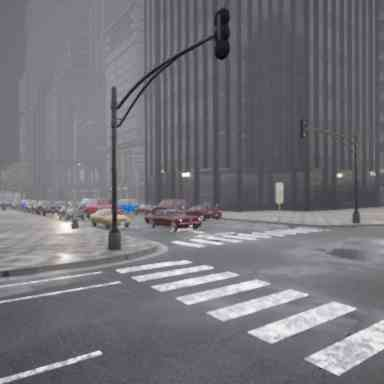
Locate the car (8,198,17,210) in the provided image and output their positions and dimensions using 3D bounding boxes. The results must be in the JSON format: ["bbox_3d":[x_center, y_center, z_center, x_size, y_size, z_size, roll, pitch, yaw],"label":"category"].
[{"bbox_3d":[-31.774,2.345,60.640,1.967,1.590,4.097,-1,0,-35],"label":"car"}]

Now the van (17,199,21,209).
[{"bbox_3d":[-26.011,2.114,52.530,1.690,1.788,3.998,-1,0,-35],"label":"van"}]

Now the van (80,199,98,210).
[{"bbox_3d":[-16.895,2.020,54.485,1.690,1.788,3.998,-1,0,-35],"label":"van"}]

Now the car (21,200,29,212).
[{"bbox_3d":[-23.177,2.148,48.548,1.967,1.590,4.097,-1,0,-35],"label":"car"}]

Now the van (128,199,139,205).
[{"bbox_3d":[-8.067,1.815,42.037,1.690,1.788,3.998,-1,0,-35],"label":"van"}]

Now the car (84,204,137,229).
[{"bbox_3d":[-6.091,1.834,24.518,1.752,1.417,4.829,-1,0,-35],"label":"car"}]

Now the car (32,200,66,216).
[{"bbox_3d":[-17.519,1.892,40.584,2.192,1.841,5.009,-1,0,-35],"label":"car"}]

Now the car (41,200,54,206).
[{"bbox_3d":[-34.576,2.643,79.299,1.947,1.339,4.313,-1,0,-35],"label":"car"}]

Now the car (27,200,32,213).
[{"bbox_3d":[-20.344,2.187,44.566,1.887,1.381,4.507,-1,0,-35],"label":"car"}]

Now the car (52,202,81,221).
[{"bbox_3d":[-11.851,1.995,32.620,2.008,1.369,4.403,-1,0,-35],"label":"car"}]

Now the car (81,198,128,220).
[{"bbox_3d":[-8.683,1.630,32.775,2.150,2.045,5.566,0,-1,-35],"label":"car"}]

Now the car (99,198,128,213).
[{"bbox_3d":[-11.010,1.858,46.186,2.192,1.841,5.009,-1,0,-35],"label":"car"}]

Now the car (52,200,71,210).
[{"bbox_3d":[-22.877,2.256,58.090,1.882,1.535,5.008,0,-1,-35],"label":"car"}]

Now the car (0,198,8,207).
[{"bbox_3d":[-41.120,2.658,73.789,1.887,1.381,4.507,-1,0,-35],"label":"car"}]

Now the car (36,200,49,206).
[{"bbox_3d":[-37.590,2.693,83.539,2.008,1.369,4.403,-1,0,-35],"label":"car"}]

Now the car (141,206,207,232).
[{"bbox_3d":[-1.333,1.835,22.438,1.895,1.301,4.718,0,-1,-35],"label":"car"}]

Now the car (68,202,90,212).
[{"bbox_3d":[-16.885,2.242,49.714,1.895,1.301,4.718,0,-1,-35],"label":"car"}]

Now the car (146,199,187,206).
[{"bbox_3d":[-2.182,1.651,33.738,2.192,1.841,5.009,-1,0,-35],"label":"car"}]

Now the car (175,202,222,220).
[{"bbox_3d":[0.767,1.811,29.588,1.887,1.381,4.507,-1,0,-35],"label":"car"}]

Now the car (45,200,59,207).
[{"bbox_3d":[-31.561,2.578,75.059,1.947,1.339,4.313,-1,0,-35],"label":"car"}]

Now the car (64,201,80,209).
[{"bbox_3d":[-22.519,2.389,62.339,1.802,1.307,4.206,-1,0,-35],"label":"car"}]

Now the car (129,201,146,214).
[{"bbox_3d":[-5.118,1.987,37.887,1.802,1.307,4.206,-1,0,-35],"label":"car"}]
